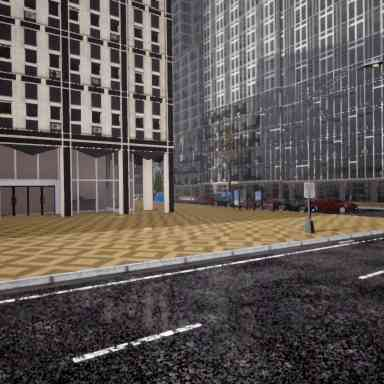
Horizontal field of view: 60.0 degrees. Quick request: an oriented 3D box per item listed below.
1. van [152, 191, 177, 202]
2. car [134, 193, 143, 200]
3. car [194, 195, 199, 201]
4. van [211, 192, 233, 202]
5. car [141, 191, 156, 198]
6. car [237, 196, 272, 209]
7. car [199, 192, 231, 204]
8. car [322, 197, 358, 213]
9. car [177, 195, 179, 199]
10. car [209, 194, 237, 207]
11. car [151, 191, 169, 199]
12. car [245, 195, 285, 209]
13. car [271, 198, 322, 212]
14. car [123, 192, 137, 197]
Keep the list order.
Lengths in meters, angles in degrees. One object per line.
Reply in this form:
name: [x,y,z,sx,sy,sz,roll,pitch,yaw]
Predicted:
van: [-4.888,0.937,58.793,1.690,1.788,3.998,0,1,-34]
car: [-11.275,1.039,68.199,2.008,1.369,4.403,0,1,-34]
car: [2.045,1.043,63.503,1.802,1.307,4.206,0,1,-34]
van: [5.238,0.855,58.798,1.690,1.788,3.998,0,1,-34]
car: [-10.729,0.685,82.307,1.967,1.590,4.097,0,1,-34]
car: [7.792,1.388,39.929,1.802,1.307,4.206,0,1,-34]
car: [3.599,1.011,50.879,2.097,1.767,4.553,-1,1,-35]
car: [14.651,1.315,34.622,1.882,1.535,5.008,-1,1,-34]
car: [-4.342,0.935,72.907,1.802,1.307,4.206,0,1,-34]
car: [4.647,1.319,44.662,1.947,1.339,4.313,0,1,-34]
car: [-7.536,0.614,77.605,2.192,1.841,5.009,0,1,-34]
car: [9.252,1.228,42.573,1.882,1.535,5.008,-1,1,-34]
car: [10.972,1.424,35.215,1.947,1.339,4.313,0,1,-34]
car: [-17.116,0.688,91.712,2.008,1.369,4.403,0,1,-34]
